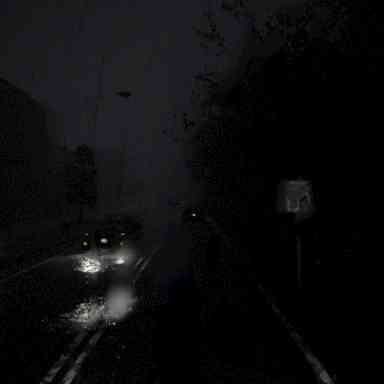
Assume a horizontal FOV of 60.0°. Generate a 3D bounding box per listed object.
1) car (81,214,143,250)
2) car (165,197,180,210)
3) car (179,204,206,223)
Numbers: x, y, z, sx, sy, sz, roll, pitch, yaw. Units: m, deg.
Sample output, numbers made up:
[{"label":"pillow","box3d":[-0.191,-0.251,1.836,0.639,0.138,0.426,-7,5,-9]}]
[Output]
[{"label":"car","box3d":[-3.330,1.652,14.531,1.994,1.385,4.181,0,-1,0]},{"label":"car","box3d":[-3.152,1.847,55.365,2.150,2.045,5.566,0,-1,1]},{"label":"car","box3d":[0.156,1.818,28.241,1.994,1.385,4.181,0,-1,0]}]
